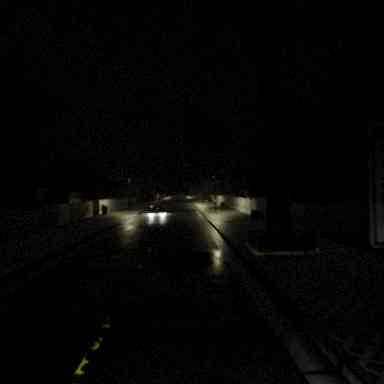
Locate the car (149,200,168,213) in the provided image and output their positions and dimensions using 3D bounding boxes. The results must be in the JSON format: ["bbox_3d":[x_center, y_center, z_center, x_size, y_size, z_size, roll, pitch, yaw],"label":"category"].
[{"bbox_3d":[-3.786,1.611,38.105,1.994,1.385,4.181,-1,0,-2],"label":"car"}]
